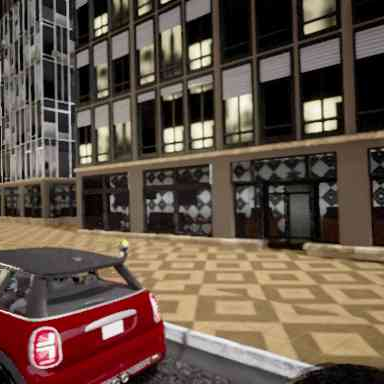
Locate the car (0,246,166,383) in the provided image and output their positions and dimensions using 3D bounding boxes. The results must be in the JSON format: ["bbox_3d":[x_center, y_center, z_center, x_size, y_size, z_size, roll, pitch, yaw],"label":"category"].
[{"bbox_3d":[-2.384,1.498,4.677,4.097,1.590,1.967,-1,-2,37],"label":"car"}]

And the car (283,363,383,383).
[{"bbox_3d":[2.212,1.552,1.324,4.313,1.339,1.947,-1,-2,36],"label":"car"}]
